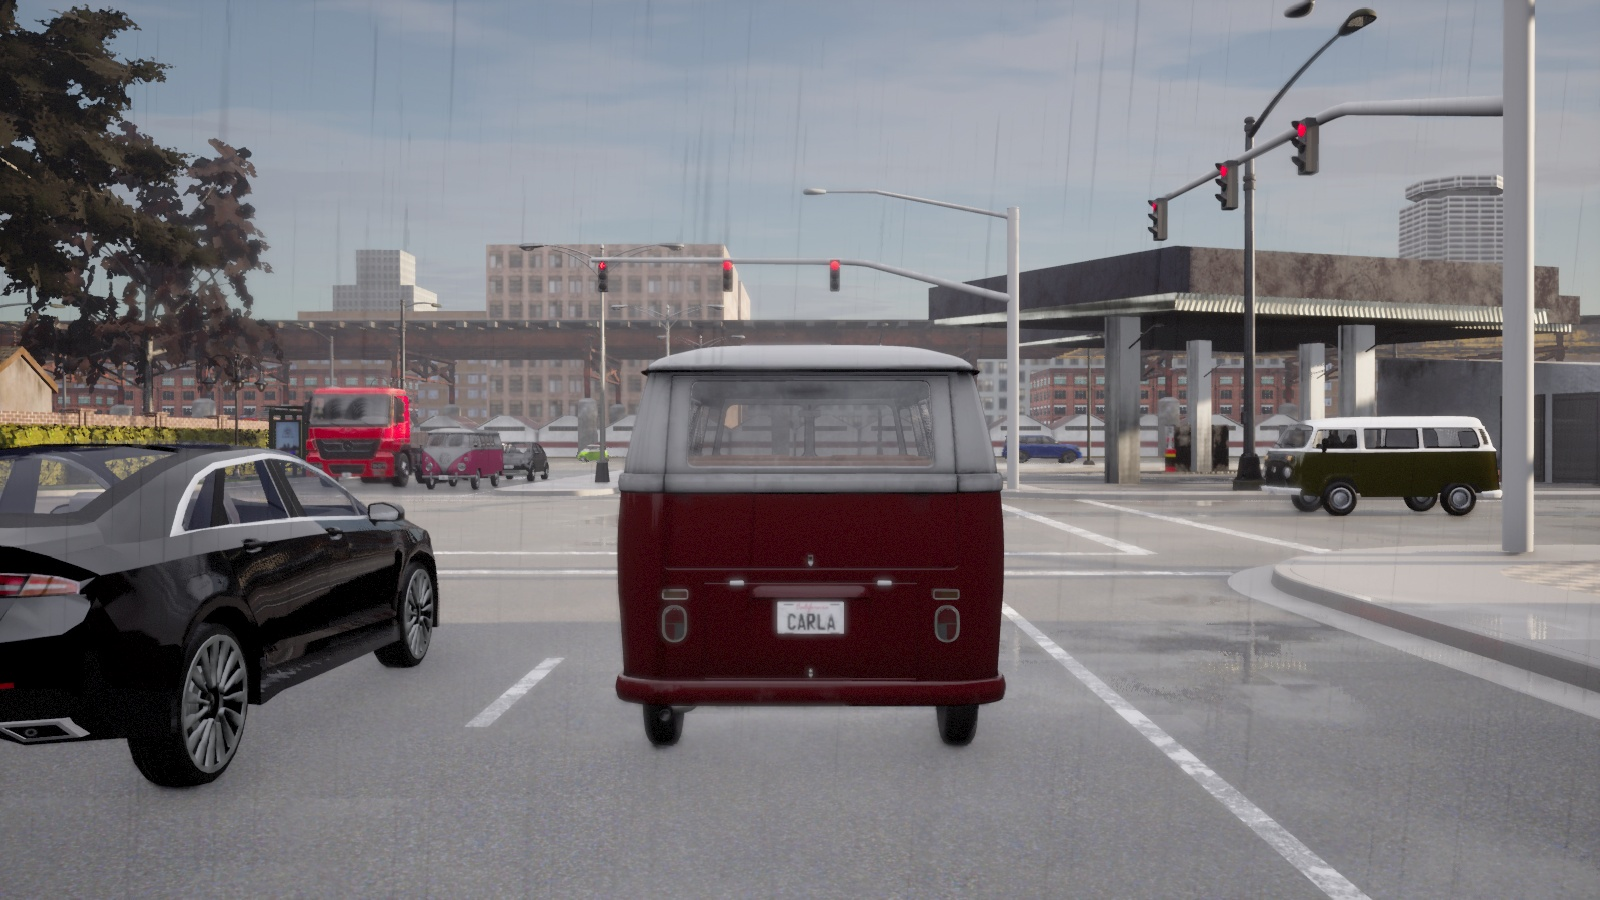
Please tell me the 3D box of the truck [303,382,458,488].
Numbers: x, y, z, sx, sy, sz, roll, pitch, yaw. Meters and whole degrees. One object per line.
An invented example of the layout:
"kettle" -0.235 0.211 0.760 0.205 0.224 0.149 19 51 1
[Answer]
"truck" -14.767 -0.501 44.943 2.891 3.462 7.936 0 0 0

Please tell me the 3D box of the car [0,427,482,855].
"car" -3.445 0.661 6.895 2.128 1.511 4.902 0 0 0

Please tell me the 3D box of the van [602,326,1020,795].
"van" 0.059 0.457 7.547 1.775 1.987 4.442 0 0 0

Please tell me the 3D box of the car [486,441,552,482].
"car" -11.191 0.433 50.189 1.789 1.549 3.705 0 0 0

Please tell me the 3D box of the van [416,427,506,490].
"van" -11.240 0.253 41.950 1.775 1.987 4.442 0 0 0

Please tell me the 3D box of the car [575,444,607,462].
"car" -16.003 0.248 96.134 2.207 1.376 1.481 0 0 1

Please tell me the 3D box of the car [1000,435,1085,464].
"car" 17.123 -0.022 88.814 5.566 2.045 2.150 0 0 1

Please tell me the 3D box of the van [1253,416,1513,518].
"van" 12.090 0.331 26.255 4.480 2.038 2.069 0 0 -1
